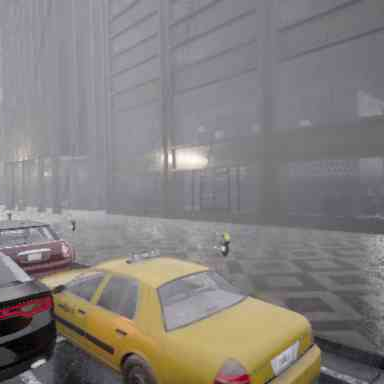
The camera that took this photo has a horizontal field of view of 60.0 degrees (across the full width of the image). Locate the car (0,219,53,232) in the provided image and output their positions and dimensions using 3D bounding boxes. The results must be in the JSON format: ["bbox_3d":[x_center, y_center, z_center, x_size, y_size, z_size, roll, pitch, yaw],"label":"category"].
[{"bbox_3d":[-4.735,1.424,8.467,4.097,1.590,1.967,-1,1,45],"label":"car"}]

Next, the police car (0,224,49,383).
[{"bbox_3d":[-3.881,1.439,5.007,5.238,1.638,1.930,-1,1,45],"label":"police car"}]

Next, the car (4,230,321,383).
[{"bbox_3d":[-0.814,1.468,4.598,4.829,1.417,1.752,-1,1,45],"label":"car"}]
